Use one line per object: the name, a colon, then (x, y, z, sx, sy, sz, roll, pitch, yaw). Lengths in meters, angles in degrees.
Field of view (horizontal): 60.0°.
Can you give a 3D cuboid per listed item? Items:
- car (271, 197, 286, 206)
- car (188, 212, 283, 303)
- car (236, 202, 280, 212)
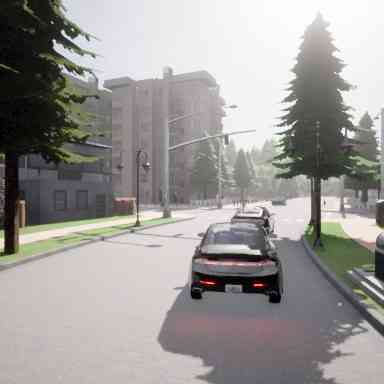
car: (14.398, 1.512, 55.025, 1.882, 1.535, 5.008, 0, 0, 24)
car: (1.104, 1.492, 8.277, 2.128, 1.511, 4.902, 0, 0, 9)
car: (3.230, 1.492, 17.384, 2.128, 1.511, 4.902, 0, 0, 18)
